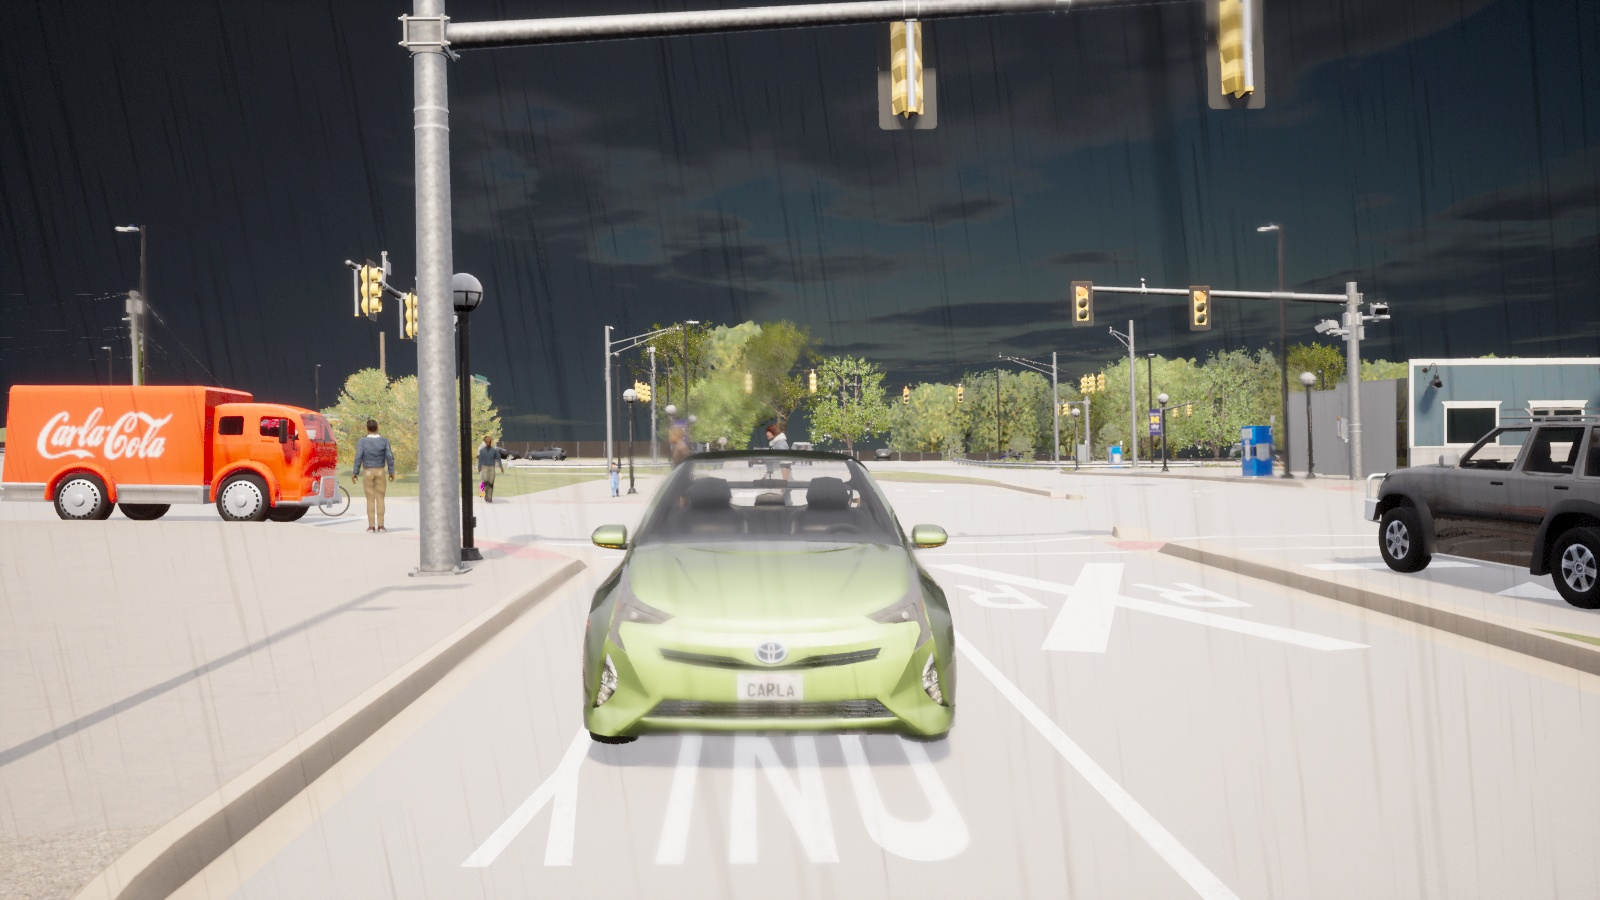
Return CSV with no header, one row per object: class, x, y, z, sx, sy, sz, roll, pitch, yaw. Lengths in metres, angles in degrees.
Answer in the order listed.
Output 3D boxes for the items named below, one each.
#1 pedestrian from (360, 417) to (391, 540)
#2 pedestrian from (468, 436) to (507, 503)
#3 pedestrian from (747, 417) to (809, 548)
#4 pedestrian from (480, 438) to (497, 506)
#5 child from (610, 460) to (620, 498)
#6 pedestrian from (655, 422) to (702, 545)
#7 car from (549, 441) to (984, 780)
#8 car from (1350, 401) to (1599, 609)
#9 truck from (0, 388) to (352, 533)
pedestrian,-6.896,0.455,20.396,0.423,1.949,0.788,-2,-1,-19
pedestrian,-9.325,0.570,37.491,0.873,1.952,0.659,-2,-1,13
pedestrian,-0.338,0.492,19.190,0.873,1.952,0.659,-2,-1,-1
pedestrian,-8.638,0.611,34.861,0.370,1.835,0.726,-2,-1,-11
child,-6.273,0.985,42.522,0.270,1.263,0.437,-2,-1,-3
pedestrian,-1.855,0.514,19.189,0.634,1.846,0.331,-2,-1,-1
car,-0.205,0.725,8.079,2.007,1.525,4.514,0,1,-1
car,7.885,0.437,13.016,1.932,1.855,4.605,-1,1,-7
truck,-11.177,0.199,22.731,5.204,2.467,2.627,0,-1,-2
